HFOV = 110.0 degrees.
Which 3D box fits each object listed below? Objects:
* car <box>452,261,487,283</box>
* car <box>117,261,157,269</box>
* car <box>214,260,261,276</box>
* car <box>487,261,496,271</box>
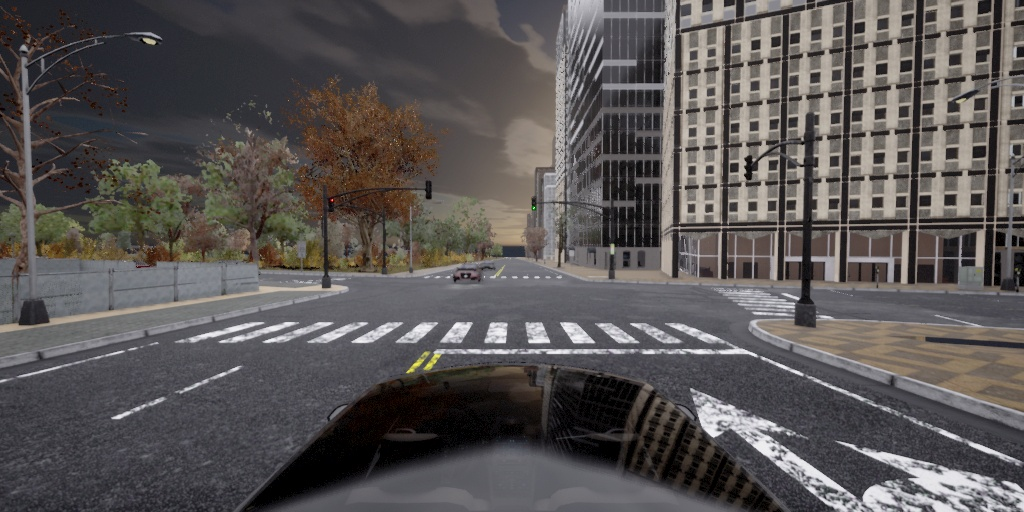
[{"bbox_3d":[-3.217,1.270,26.960,1.994,1.385,4.181,0,-1,0],"label":"car"},{"bbox_3d":[-36.120,1.094,34.177,4.718,1.301,1.895,0,2,21],"label":"car"},{"bbox_3d":[-22.621,1.100,29.049,4.902,1.511,2.128,1,2,21],"label":"car"},{"bbox_3d":[-3.197,1.327,47.992,1.994,1.385,4.181,0,0,0],"label":"car"}]
